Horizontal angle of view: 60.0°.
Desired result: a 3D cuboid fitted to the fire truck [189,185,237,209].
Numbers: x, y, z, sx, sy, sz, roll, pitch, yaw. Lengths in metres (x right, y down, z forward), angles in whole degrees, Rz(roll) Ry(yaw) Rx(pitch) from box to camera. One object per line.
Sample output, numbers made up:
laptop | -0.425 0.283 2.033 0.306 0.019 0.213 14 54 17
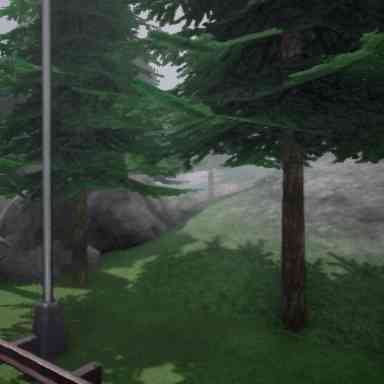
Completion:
fire truck | 3.012 0.574 45.824 2.891 3.827 8.468 -1 0 36
